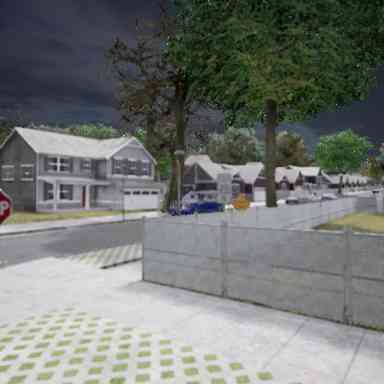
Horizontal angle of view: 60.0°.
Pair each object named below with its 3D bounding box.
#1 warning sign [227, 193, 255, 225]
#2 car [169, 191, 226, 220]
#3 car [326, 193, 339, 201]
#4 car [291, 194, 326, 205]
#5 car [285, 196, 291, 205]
[{"bbox_3d":[2.956,0.996,20.121,1.300,1.860,1.060,1,0,35],"label":"warning sign"},{"bbox_3d":[0.564,0.957,26.002,2.150,2.045,5.566,1,2,35],"label":"car"},{"bbox_3d":[20.089,0.924,48.569,1.812,1.442,4.674,1,2,35],"label":"car"},{"bbox_3d":[14.100,1.045,40.077,2.128,1.511,4.902,1,2,36],"label":"car"},{"bbox_3d":[14.354,0.982,45.260,2.033,1.411,5.357,1,2,36],"label":"car"}]
